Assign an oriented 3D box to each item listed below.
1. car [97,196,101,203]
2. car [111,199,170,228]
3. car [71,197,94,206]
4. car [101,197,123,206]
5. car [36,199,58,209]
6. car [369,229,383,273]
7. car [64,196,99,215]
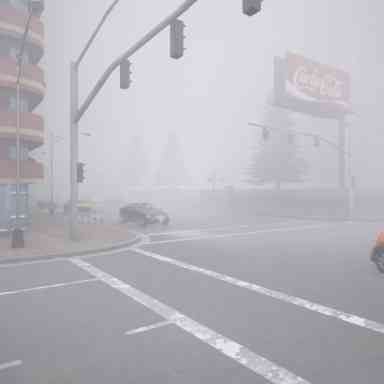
[{"bbox_3d":[-17.642,1.526,60.448,1.812,1.442,4.674,0,0,-37],"label":"car"},{"bbox_3d":[-3.332,1.491,22.478,2.128,1.511,4.902,0,0,-36],"label":"car"},{"bbox_3d":[-18.260,1.547,55.348,2.033,1.411,5.357,0,0,-36],"label":"car"},{"bbox_3d":[-12.290,1.505,53.071,1.837,1.490,4.892,0,0,-36],"label":"car"},{"bbox_3d":[-19.619,1.601,45.008,1.895,1.301,4.718,0,0,-36],"label":"car"},{"bbox_3d":[7.030,1.352,8.177,2.097,1.767,4.553,0,0,-36],"label":"car"},{"bbox_3d":[-11.544,1.477,33.820,1.882,1.535,5.008,0,0,-36],"label":"car"}]
